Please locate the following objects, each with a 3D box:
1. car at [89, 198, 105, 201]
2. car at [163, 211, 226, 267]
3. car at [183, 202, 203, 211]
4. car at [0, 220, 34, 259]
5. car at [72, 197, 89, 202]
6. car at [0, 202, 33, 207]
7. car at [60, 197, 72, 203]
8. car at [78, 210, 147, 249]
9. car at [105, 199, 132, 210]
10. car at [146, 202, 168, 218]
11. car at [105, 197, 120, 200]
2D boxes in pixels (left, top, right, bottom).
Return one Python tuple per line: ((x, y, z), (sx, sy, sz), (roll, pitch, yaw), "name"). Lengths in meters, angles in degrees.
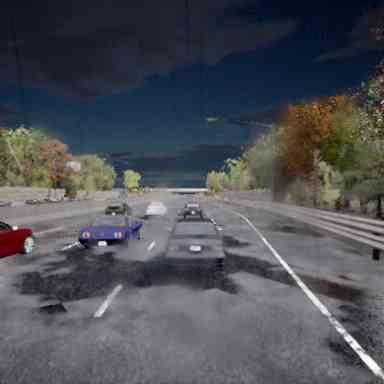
((-20.994, 1.897, 75.151), (1.895, 1.301, 4.718), (0, 0, 0), "car")
((0.097, 1.614, 11.623), (2.033, 1.411, 5.357), (0, 0, 0), "car")
((0.101, 1.721, 32.611), (1.812, 1.442, 4.674), (0, 0, 0), "car")
((-6.909, 1.538, 10.598), (1.882, 1.535, 5.008), (0, 0, 0), "car")
((-24.494, 1.877, 74.767), (2.033, 1.411, 5.357), (0, 0, 0), "car")
((-17.592, 1.729, 33.972), (1.812, 1.442, 4.674), (0, 0, 0), "car")
((-27.994, 1.862, 74.767), (1.812, 1.442, 4.674), (0, 0, 0), "car")
((-3.402, 1.687, 14.890), (1.895, 1.301, 4.718), (0, 0, 0), "car")
((-6.899, 1.693, 31.595), (1.837, 1.490, 4.892), (0, 0, 0), "car")
((-3.399, 1.720, 32.527), (1.812, 1.442, 4.674), (0, 0, 0), "car")
((-17.494, 1.827, 75.182), (2.128, 1.511, 4.902), (0, 0, 0), "car")
